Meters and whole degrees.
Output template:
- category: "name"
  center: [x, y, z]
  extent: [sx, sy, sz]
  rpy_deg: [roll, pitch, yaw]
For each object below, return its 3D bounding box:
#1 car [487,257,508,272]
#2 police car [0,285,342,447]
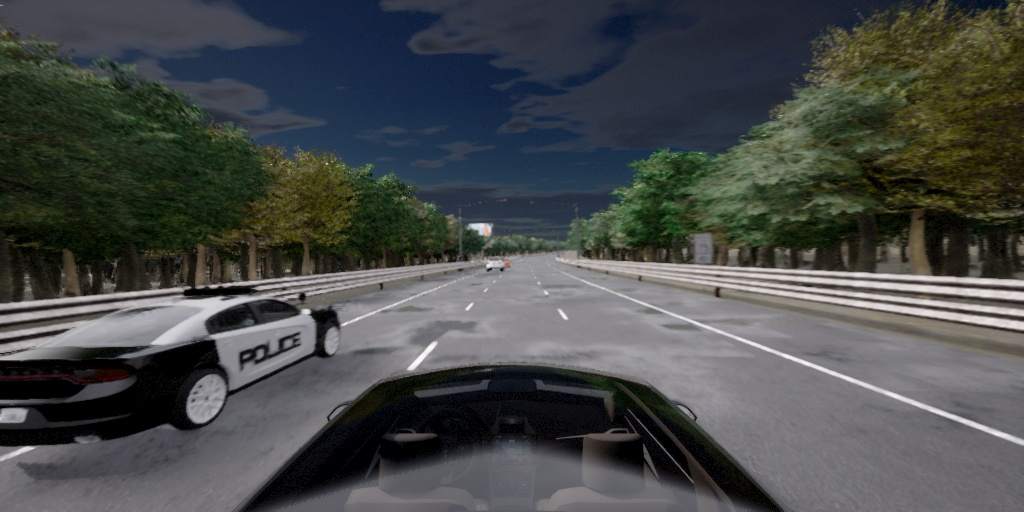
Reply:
- category: "car"
  center: [-2.297, 1.147, 51.276]
  extent: [2.150, 2.045, 5.566]
  rpy_deg: [-1, -1, 3]
- category: "police car"
  center: [-4.665, 1.299, 5.953]
  extent: [1.930, 1.638, 5.238]
  rpy_deg: [-1, 0, 0]
